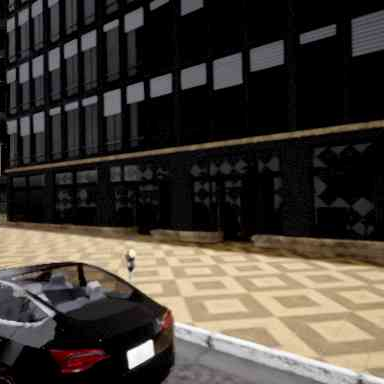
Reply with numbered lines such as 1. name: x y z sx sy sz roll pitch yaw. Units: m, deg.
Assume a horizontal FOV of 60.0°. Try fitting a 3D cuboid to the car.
1. car: -2.181 1.611 4.404 4.313 1.339 1.947 -1 -1 36
